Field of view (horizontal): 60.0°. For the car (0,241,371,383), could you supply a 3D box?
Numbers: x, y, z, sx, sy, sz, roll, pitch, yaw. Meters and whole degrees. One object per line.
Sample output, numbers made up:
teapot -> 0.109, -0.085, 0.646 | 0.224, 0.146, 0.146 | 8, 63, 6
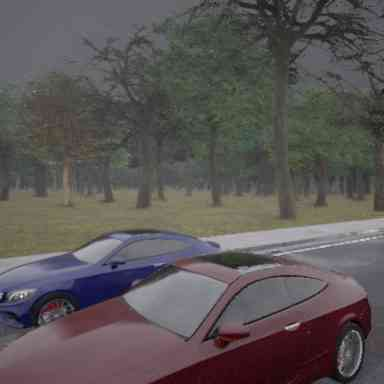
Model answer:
car -> 0.286, 1.513, 3.871 | 4.674, 1.442, 1.812 | 0, 0, -35

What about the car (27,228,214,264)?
car -> -1.325, 1.511, 6.716 | 4.674, 1.442, 1.812 | 0, 0, -35
